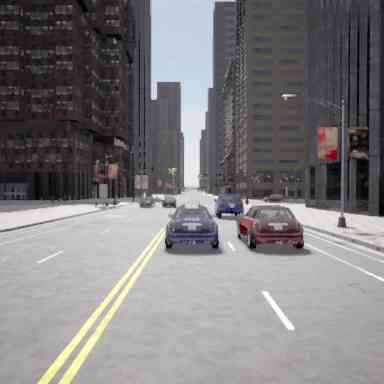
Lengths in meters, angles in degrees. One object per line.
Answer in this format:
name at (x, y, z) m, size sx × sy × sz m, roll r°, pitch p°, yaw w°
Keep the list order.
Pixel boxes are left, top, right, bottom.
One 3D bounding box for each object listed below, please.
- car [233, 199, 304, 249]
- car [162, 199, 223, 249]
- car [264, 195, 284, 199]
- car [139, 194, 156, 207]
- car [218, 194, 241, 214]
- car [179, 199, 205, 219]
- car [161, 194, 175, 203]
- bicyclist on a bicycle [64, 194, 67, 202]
car at (3.250, 1.356, 14.621) m, size 2.097 × 1.767 × 4.553 m, roll 0°, pitch 0°, yaw 0°
car at (0.001, 1.356, 14.621) m, size 2.097 × 1.767 × 4.553 m, roll 0°, pitch 0°, yaw 0°
car at (16.679, 1.248, 68.177) m, size 4.097 × 1.590 × 1.967 m, roll 0°, pitch 1°, yaw 0°
car at (-6.500, 1.495, 48.654) m, size 1.837 × 1.490 × 4.892 m, roll 0°, pitch 0°, yaw 0°
car at (3.251, 1.229, 29.681) m, size 2.150 × 2.045 × 5.566 m, roll 0°, pitch 0°, yaw 0°
car at (0.001, 1.466, 29.652) m, size 2.128 × 1.511 × 4.902 m, roll 0°, pitch 0°, yaw 0°
car at (-3.249, 1.446, 48.655) m, size 1.882 × 1.535 × 5.008 m, roll 0°, pitch 0°, yaw 0°
bicyclist on a bicycle at (-25.890, 1.178, 67.916) m, size 0.582 × 1.620 × 1.656 m, roll 0°, pitch 1°, yaw 0°
